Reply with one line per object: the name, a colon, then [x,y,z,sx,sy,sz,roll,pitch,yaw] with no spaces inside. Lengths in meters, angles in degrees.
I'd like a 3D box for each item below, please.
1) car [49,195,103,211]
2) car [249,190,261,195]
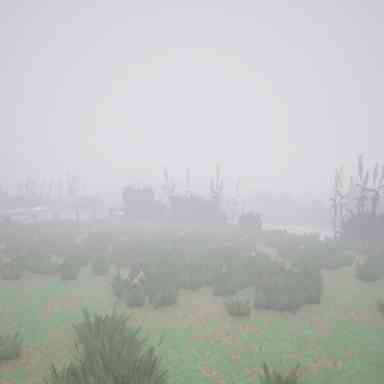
car: [-10.458,1.107,30.343,1.837,1.490,4.892,0,3,41]
car: [10.224,0.765,47.494,2.150,2.045,5.566,0,-2,44]
